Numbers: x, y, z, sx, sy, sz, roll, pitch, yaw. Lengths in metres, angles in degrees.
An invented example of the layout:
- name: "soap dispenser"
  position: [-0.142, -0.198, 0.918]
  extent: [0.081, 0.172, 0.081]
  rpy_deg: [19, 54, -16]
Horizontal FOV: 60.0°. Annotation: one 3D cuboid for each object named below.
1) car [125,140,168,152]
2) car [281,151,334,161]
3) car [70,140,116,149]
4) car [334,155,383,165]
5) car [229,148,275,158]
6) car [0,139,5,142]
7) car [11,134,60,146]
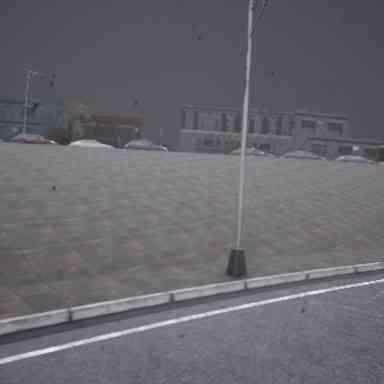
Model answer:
- name: "car"
  position: [-4.613, -4.460, 34.389]
  extent: [4.553, 1.767, 2.185]
  rpy_deg: [3, -2, -3]
- name: "car"
  position: [11.801, -3.478, 35.174]
  extent: [4.892, 1.521, 2.231]
  rpy_deg: [3, -2, -3]
- name: "car"
  position: [-10.101, -4.574, 34.124]
  extent: [4.674, 1.452, 2.002]
  rpy_deg: [3, -2, -3]
- name: "car"
  position: [17.326, -3.121, 35.548]
  extent: [4.674, 1.452, 2.002]
  rpy_deg: [3, -2, -4]
- name: "car"
  position: [6.296, -3.773, 34.904]
  extent: [4.892, 1.521, 2.231]
  rpy_deg: [3, -2, -3]
- name: "car"
  position: [-21.263, -5.305, 33.597]
  extent: [4.553, 1.767, 2.185]
  rpy_deg: [3, -2, -3]
- name: "car"
  position: [-15.755, -5.028, 33.859]
  extent: [4.553, 1.767, 2.185]
  rpy_deg: [3, -2, -3]
